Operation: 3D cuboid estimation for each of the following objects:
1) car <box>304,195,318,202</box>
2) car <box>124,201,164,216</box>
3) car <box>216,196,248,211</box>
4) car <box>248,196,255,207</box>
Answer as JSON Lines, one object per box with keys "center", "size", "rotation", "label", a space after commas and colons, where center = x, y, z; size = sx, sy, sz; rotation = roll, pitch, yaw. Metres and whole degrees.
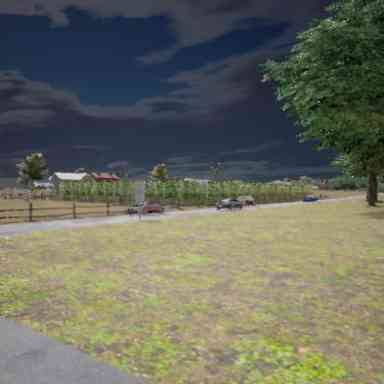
{"center": [25.061, 1.367, 69.819], "size": [1.882, 1.535, 5.008], "rotation": [-1, -1, 35], "label": "car"}
{"center": [-4.592, 1.572, 32.502], "size": [1.994, 1.385, 4.181], "rotation": [-1, -1, 35], "label": "car"}
{"center": [4.631, 1.474, 40.526], "size": [1.812, 1.442, 4.674], "rotation": [-1, -1, 35], "label": "car"}
{"center": [7.687, 1.349, 49.965], "size": [2.097, 1.767, 4.553], "rotation": [-1, -1, 35], "label": "car"}
